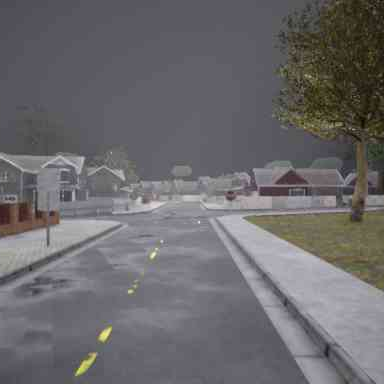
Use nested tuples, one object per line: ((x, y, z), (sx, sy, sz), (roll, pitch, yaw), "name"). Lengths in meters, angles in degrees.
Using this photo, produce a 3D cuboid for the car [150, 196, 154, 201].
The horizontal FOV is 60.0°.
((-12.060, 1.770, 93.654), (2.128, 1.511, 4.902), (0, -1, -23), "car")
